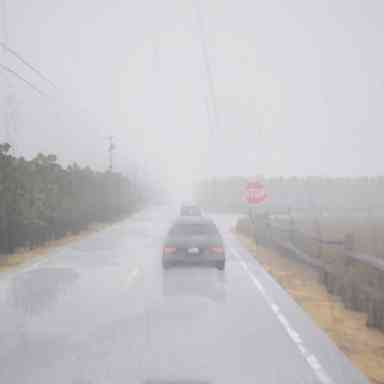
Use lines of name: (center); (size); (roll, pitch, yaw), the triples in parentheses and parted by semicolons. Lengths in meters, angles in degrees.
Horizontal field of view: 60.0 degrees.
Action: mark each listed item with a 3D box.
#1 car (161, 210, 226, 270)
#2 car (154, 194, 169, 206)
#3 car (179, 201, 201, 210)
car: (0.061, 1.539, 10.988); (2.033, 1.411, 5.357); (0, 0, 0)
car: (-5.231, 1.508, 54.045); (2.033, 1.411, 5.357); (0, 0, -4)
car: (-0.190, 1.503, 30.150); (1.812, 1.442, 4.674); (0, 0, -2)
